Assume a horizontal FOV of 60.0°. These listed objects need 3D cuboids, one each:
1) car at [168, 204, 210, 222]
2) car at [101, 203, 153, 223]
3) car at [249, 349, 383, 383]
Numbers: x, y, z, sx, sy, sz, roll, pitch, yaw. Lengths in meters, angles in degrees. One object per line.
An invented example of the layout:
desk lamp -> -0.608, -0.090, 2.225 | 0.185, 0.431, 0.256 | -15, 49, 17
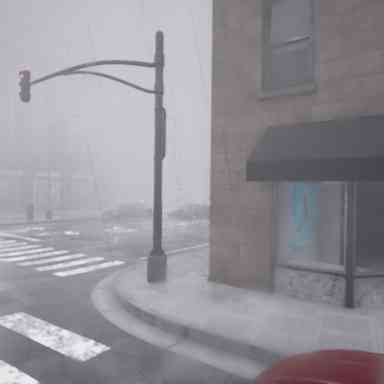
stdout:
car -> 0.230, 1.734, 29.155 | 2.033, 1.411, 5.357 | 1, 0, 36
car -> -5.175, 1.624, 27.173 | 1.812, 1.442, 4.674 | 1, 0, 36
car -> 2.258, 1.545, 1.340 | 4.507, 1.381, 1.887 | 0, 1, 35
